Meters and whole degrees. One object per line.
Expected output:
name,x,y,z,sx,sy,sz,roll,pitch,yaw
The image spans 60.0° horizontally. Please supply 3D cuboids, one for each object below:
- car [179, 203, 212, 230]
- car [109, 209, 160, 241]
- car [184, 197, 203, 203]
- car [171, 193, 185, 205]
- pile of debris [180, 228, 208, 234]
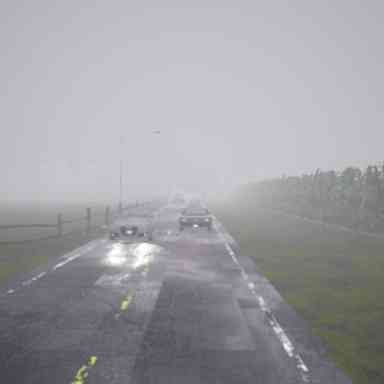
car,0.219,1.596,20.842,1.895,1.301,4.718,0,0,0
car,-2.745,1.560,16.555,1.994,1.385,4.181,0,0,0
car,0.376,1.531,41.377,2.033,1.411,5.357,0,0,1
car,-2.402,1.186,58.626,2.150,2.045,5.566,0,0,1
pile of debris,0.118,2.173,18.539,1.500,0.140,1.860,0,0,0
